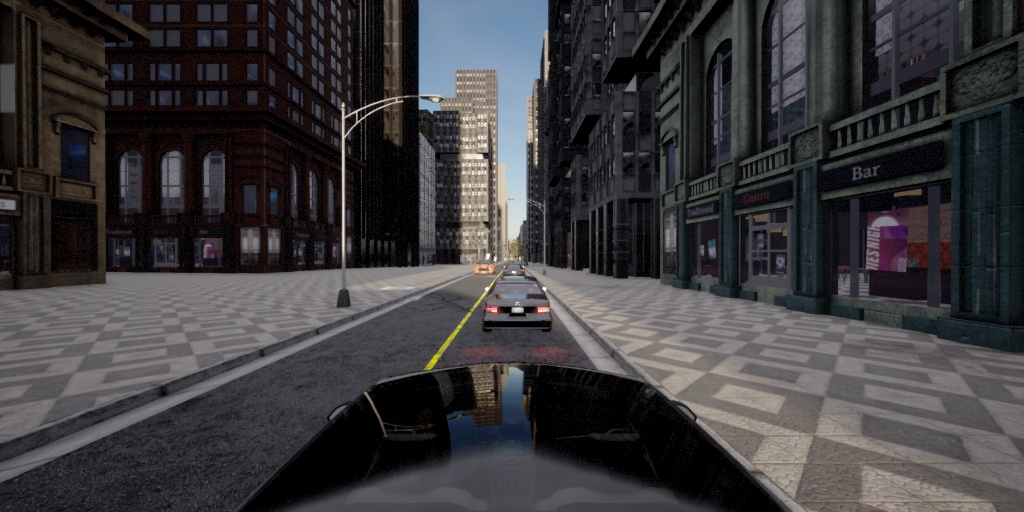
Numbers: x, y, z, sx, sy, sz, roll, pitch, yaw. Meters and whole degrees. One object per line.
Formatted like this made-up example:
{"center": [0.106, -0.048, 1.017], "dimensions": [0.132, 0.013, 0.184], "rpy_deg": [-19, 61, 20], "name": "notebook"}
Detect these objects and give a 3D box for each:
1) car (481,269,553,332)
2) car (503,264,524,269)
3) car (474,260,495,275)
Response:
{"center": [0.124, 1.304, 10.838], "dimensions": [2.033, 1.411, 5.357], "rpy_deg": [0, 0, 0], "name": "car"}
{"center": [0.178, 1.367, 32.484], "dimensions": [1.994, 1.385, 4.181], "rpy_deg": [0, 0, 0], "name": "car"}
{"center": [-3.000, 1.196, 40.048], "dimensions": [2.097, 1.767, 4.553], "rpy_deg": [0, 0, 0], "name": "car"}
